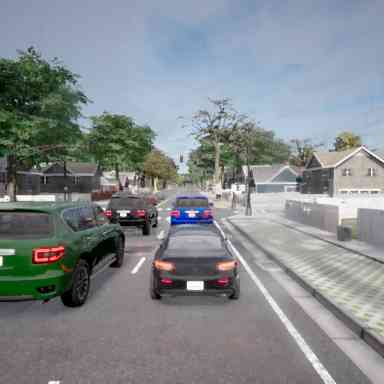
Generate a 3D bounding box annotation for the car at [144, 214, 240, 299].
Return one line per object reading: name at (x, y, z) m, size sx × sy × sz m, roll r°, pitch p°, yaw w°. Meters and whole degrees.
car at (0.071, 1.513, 8.281) m, size 1.812 × 1.442 × 4.674 m, roll 0°, pitch 0°, yaw 0°

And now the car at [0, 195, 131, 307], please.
car at (-3.183, 1.209, 8.089) m, size 2.150 × 2.045 × 5.566 m, roll 0°, pitch 0°, yaw 1°

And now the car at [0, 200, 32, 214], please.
car at (-19.224, 1.557, 34.030) m, size 4.718 × 1.301 × 1.895 m, roll 0°, pitch 1°, yaw 1°

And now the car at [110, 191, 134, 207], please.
car at (-9.818, 0.888, 46.962) m, size 2.150 × 2.045 × 5.566 m, roll 0°, pitch 1°, yaw 0°

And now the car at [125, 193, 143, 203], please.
car at (-9.799, 1.043, 56.641) m, size 2.128 × 1.511 × 4.902 m, roll 0°, pitch 1°, yaw 0°

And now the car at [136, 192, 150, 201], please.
car at (-9.725, 0.853, 66.615) m, size 2.128 × 1.511 × 4.902 m, roll 0°, pitch 1°, yaw 1°

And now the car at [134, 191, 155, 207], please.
car at (-6.567, 0.888, 46.907) m, size 2.150 × 2.045 × 5.566 m, roll 0°, pitch 1°, yaw 0°

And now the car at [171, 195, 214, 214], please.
car at (0.033, 1.159, 18.314) m, size 2.150 × 2.045 × 5.566 m, roll 0°, pitch 0°, yaw 1°

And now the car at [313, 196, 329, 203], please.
car at (13.299, 1.198, 34.458) m, size 4.902 × 1.511 × 2.128 m, roll 0°, pitch 1°, yaw -2°

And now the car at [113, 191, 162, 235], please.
car at (-3.215, 1.158, 18.441) m, size 2.150 × 2.045 × 5.566 m, roll 0°, pitch 0°, yaw 1°

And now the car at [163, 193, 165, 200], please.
car at (-6.485, 0.857, 66.436) m, size 2.128 × 1.511 × 4.902 m, roll 0°, pitch 1°, yaw 1°
